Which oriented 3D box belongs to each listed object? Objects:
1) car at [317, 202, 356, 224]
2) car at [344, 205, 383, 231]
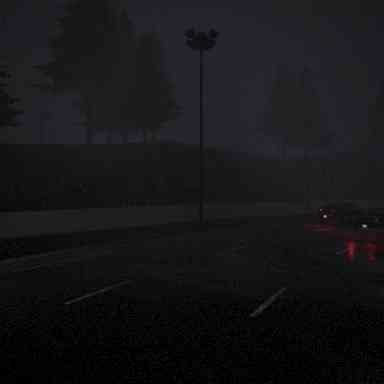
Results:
[{"bbox_3d":[11.125,1.492,24.362,4.892,1.490,1.837,2,-1,-37],"label":"car"},{"bbox_3d":[11.345,1.594,19.966,4.718,1.301,1.895,0,0,-40],"label":"car"}]
